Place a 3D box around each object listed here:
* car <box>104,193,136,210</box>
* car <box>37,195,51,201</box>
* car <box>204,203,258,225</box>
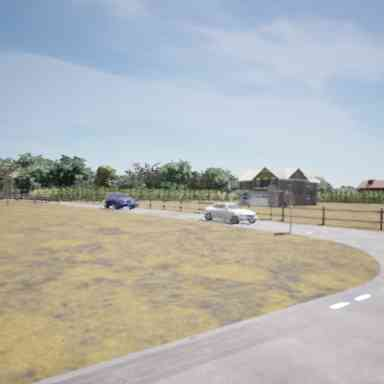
[{"bbox_3d":[-8.862,1.139,40.690,2.150,2.045,5.566,2,-1,-35],"label":"car"},{"bbox_3d":[-37.755,1.686,85.939,2.128,1.511,4.902,2,-2,-36],"label":"car"},{"bbox_3d":[2.727,1.526,24.445,1.812,1.442,4.674,2,-1,-36],"label":"car"}]
